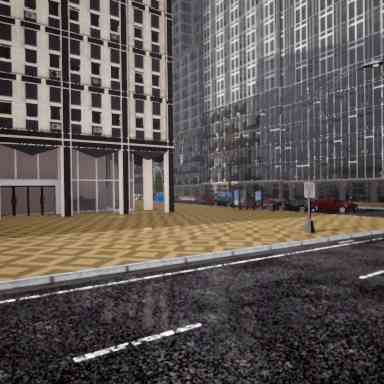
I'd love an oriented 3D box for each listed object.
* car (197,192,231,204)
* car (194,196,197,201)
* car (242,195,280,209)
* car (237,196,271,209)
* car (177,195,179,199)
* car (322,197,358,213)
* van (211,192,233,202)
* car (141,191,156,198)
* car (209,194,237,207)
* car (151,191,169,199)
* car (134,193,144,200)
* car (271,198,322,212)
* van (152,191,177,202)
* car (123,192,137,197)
[{"bbox_3d":[3.310,1.003,51.307,2.097,1.767,4.553,-1,1,-35],"label":"car"},{"bbox_3d":[2.045,1.037,63.508,1.802,1.307,4.206,-1,1,-34],"label":"car"},{"bbox_3d":[8.857,1.217,43.167,1.882,1.535,5.008,-1,1,-34],"label":"car"},{"bbox_3d":[7.795,1.383,39.935,1.802,1.307,4.206,-1,1,-34],"label":"car"},{"bbox_3d":[-4.343,0.930,72.911,1.802,1.307,4.206,-1,1,-34],"label":"car"},{"bbox_3d":[14.655,1.310,34.629,1.882,1.535,5.008,-1,1,-34],"label":"car"},{"bbox_3d":[5.238,0.849,58.804,1.690,1.788,3.998,-1,1,-34],"label":"van"},{"bbox_3d":[-10.732,0.680,82.311,1.967,1.590,4.097,-1,1,-34],"label":"car"},{"bbox_3d":[4.650,1.315,44.668,1.947,1.339,4.313,-1,1,-34],"label":"car"},{"bbox_3d":[-7.537,0.609,77.609,2.192,1.841,5.009,-1,1,-34],"label":"car"},{"bbox_3d":[-11.275,1.035,68.203,2.008,1.369,4.403,0,1,-34],"label":"car"},{"bbox_3d":[10.975,1.419,35.221,1.947,1.339,4.313,-1,1,-34],"label":"car"},{"bbox_3d":[-4.887,0.933,58.798,1.690,1.788,3.998,-1,1,-34],"label":"van"},{"bbox_3d":[-17.119,0.683,91.715,2.008,1.369,4.403,0,1,-34],"label":"car"}]
